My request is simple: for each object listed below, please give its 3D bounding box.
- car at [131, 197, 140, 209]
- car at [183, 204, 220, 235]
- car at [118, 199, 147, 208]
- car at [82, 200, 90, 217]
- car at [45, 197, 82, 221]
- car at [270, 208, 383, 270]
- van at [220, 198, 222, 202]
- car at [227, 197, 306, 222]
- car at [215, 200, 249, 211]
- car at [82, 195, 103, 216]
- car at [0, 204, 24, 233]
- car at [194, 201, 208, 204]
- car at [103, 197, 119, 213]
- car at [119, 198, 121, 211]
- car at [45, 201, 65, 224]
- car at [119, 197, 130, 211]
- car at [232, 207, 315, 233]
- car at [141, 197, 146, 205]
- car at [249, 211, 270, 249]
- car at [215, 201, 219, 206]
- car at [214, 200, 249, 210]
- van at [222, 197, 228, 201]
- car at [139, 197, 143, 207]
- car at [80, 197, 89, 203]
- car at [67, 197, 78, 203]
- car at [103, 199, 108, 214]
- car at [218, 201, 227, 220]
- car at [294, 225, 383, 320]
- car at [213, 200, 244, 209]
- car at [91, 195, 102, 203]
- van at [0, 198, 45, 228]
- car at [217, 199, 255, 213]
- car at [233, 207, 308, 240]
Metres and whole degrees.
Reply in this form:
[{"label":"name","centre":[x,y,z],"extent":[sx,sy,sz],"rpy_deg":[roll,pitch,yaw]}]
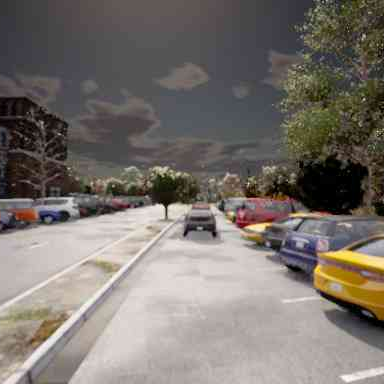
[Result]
[{"label":"car","centre":[-11.819,2.081,55.927],"extent":[5.008,1.535,2.097],"rpy_deg":[-1,-1,-18]},{"label":"car","centre":[0.489,1.728,20.255],"extent":[1.837,1.490,4.892],"rpy_deg":[0,0,2]},{"label":"car","centre":[-11.661,2.153,64.927],"extent":[5.366,1.575,1.946],"rpy_deg":[-1,0,-18]},{"label":"car","centre":[-12.630,1.816,31.882],"extent":[5.008,1.535,2.097],"rpy_deg":[-1,-1,-18]},{"label":"car","centre":[-12.752,1.532,28.868],"extent":[5.566,2.045,2.435],"rpy_deg":[-1,0,-18]},{"label":"car","centre":[4.906,1.467,9.624],"extent":[4.553,1.767,2.185],"rpy_deg":[1,-1,-19]},{"label":"van","centre":[5.515,1.623,33.374],"extent":[4.442,1.987,1.878],"rpy_deg":[1,0,-18]},{"label":"car","centre":[5.185,1.439,18.552],"extent":[5.566,2.045,2.435],"rpy_deg":[1,-1,-18]},{"label":"car","centre":[6.185,2.078,51.660],"extent":[4.792,1.488,2.163],"rpy_deg":[1,0,-18]},{"label":"car","centre":[-12.557,1.598,34.873],"extent":[5.566,2.045,2.435],"rpy_deg":[-1,0,-18]},{"label":"car","centre":[-13.040,1.713,19.846],"extent":[4.792,1.488,2.163],"rpy_deg":[-1,0,-18]},{"label":"car","centre":[1.041,1.769,38.128],"extent":[2.097,1.767,4.553],"rpy_deg":[0,-1,2]},{"label":"car","centre":[-12.312,1.664,40.909],"extent":[5.566,2.045,2.435],"rpy_deg":[-1,-1,-18]},{"label":"car","centre":[-12.208,1.978,43.909],"extent":[4.792,1.488,2.163],"rpy_deg":[-1,-1,-18]},{"label":"car","centre":[-12.825,1.750,25.875],"extent":[5.008,1.535,2.097],"rpy_deg":[-1,-1,-18]},{"label":"car","centre":[-12.113,1.730,46.920],"extent":[5.566,2.045,2.435],"rpy_deg":[-1,-1,-18]},{"label":"car","centre":[5.220,1.751,21.498],"extent":[4.792,1.488,2.163],"rpy_deg":[1,0,-18]},{"label":"car","centre":[-11.622,1.885,61.952],"extent":[5.566,2.045,2.435],"rpy_deg":[-1,0,-18]},{"label":"car","centre":[4.991,1.626,12.599],"extent":[4.892,1.521,2.231],"rpy_deg":[1,-1,-19]},{"label":"car","centre":[5.840,1.664,39.374],"extent":[5.566,2.045,2.435],"rpy_deg":[1,-1,-18]},{"label":"car","centre":[6.498,2.086,55.127],"extent":[5.366,1.575,1.946],"rpy_deg":[1,-1,-18]},{"label":"van","centre":[5.422,1.591,30.397],"extent":[4.442,1.987,1.878],"rpy_deg":[1,0,-18]},{"label":"car","centre":[-11.705,2.151,58.949],"extent":[4.674,1.452,2.002],"rpy_deg":[-1,-1,-18]},{"label":"car","centre":[-26.606,2.077,82.114],"extent":[2.002,1.452,4.674],"rpy_deg":[1,-2,-17]},{"label":"car","centre":[-29.561,2.041,82.247],"extent":[2.231,1.521,4.892],"rpy_deg":[0,-2,-17]},{"label":"car","centre":[-12.404,1.911,37.900],"extent":[4.792,1.488,2.163],"rpy_deg":[-1,-1,-18]},{"label":"car","centre":[5.257,1.780,27.400],"extent":[5.366,1.575,1.946],"rpy_deg":[1,0,-18]},{"label":"car","centre":[4.875,1.562,6.667],"extent":[5.008,1.535,2.097],"rpy_deg":[1,-1,-19]},{"label":"car","centre":[6.430,2.124,58.455],"extent":[4.892,1.521,2.231],"rpy_deg":[1,-1,-18]},{"label":"car","centre":[-23.635,1.783,81.963],"extent":[2.435,2.045,5.566],"rpy_deg":[1,-2,-17]},{"label":"van","centre":[-12.812,1.490,22.912],"extent":[4.442,1.987,1.878],"rpy_deg":[-1,-1,-18]},{"label":"car","centre":[5.972,1.854,45.306],"extent":[4.553,1.767,2.185],"rpy_deg":[1,-1,-18]},{"label":"car","centre":[4.898,1.651,15.504],"extent":[5.366,1.575,1.946],"rpy_deg":[1,0,-18]}]
